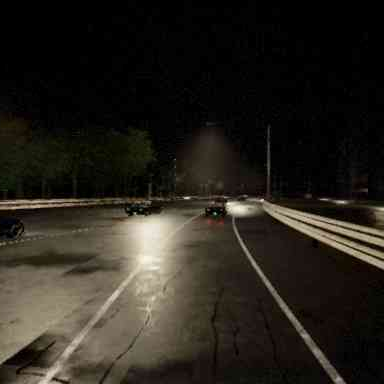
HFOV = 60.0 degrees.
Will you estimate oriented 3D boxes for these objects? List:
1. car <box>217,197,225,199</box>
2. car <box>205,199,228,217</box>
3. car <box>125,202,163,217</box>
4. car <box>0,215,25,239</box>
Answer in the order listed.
[{"bbox_3d":[5.813,1.765,65.978,1.812,1.442,4.674,0,0,17],"label":"car"},{"bbox_3d":[2.424,1.679,32.603,1.895,1.301,4.718,0,0,8],"label":"car"},{"bbox_3d":[-4.401,1.607,31.484,1.895,1.301,4.718,1,0,17],"label":"car"},{"bbox_3d":[-9.434,1.452,14.510,1.994,1.385,4.181,0,0,16],"label":"car"}]
